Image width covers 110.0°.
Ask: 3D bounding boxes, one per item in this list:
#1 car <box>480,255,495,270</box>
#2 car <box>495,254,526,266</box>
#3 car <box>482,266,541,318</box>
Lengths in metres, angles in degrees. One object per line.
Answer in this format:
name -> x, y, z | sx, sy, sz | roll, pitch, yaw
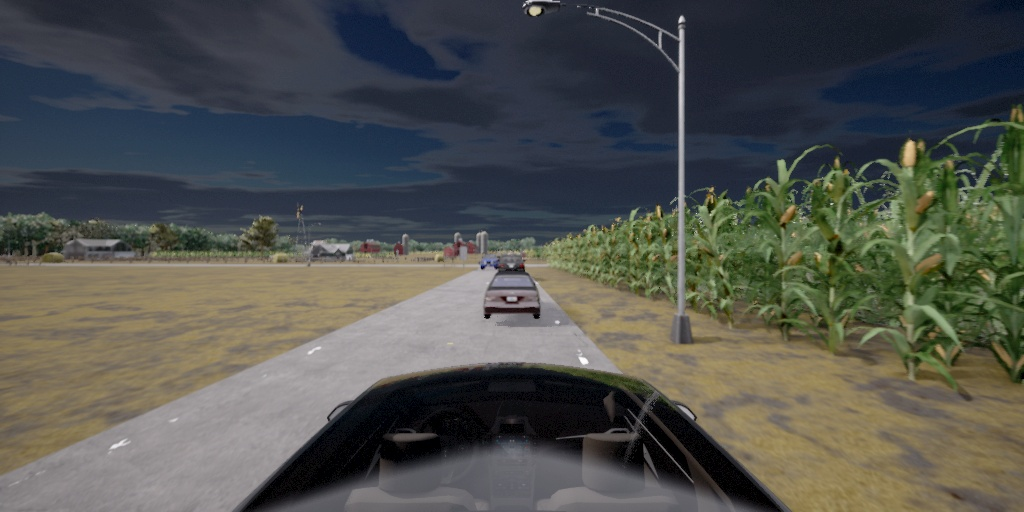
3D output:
car -> -2.974, 0.814, 48.001 | 2.150, 2.045, 5.566 | 0, 0, 0
car -> -0.032, 0.876, 30.239 | 2.150, 2.045, 5.566 | 0, 1, 0
car -> 0.010, 1.263, 12.771 | 2.033, 1.411, 5.357 | 0, 0, 0
